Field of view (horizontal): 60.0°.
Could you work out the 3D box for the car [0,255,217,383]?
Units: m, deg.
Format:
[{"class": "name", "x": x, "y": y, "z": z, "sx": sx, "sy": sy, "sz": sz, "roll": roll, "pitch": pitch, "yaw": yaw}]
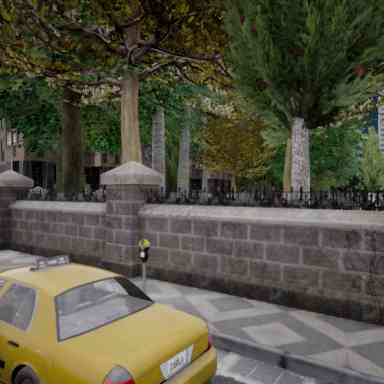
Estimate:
[{"class": "car", "x": -2.014, "y": 1.525, "z": 4.395, "sx": 4.829, "sy": 1.417, "sz": 1.752, "roll": 0, "pitch": 0, "yaw": 35}]
